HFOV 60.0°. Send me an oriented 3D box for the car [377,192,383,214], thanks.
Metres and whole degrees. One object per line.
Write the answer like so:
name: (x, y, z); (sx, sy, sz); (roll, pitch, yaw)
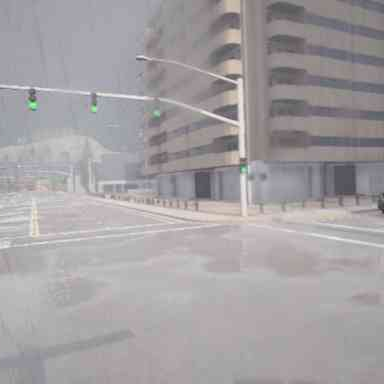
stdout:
car: (12.578, 0.169, 17.994); (5.566, 2.045, 2.150); (-3, 2, -26)
